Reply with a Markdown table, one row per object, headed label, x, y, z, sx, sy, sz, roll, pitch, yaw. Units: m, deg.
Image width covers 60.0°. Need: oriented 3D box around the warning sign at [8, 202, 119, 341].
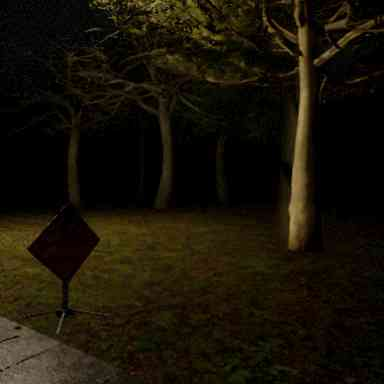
| label | x | y | z | sx | sy | sz | roll | pitch | yaw |
| --- | --- | --- | --- | --- | --- | --- | --- | --- | --- |
| warning sign | -2.054 | 1.118 | 5.407 | 1.060 | 1.860 | 1.300 | 1 | 0 | 36 |
